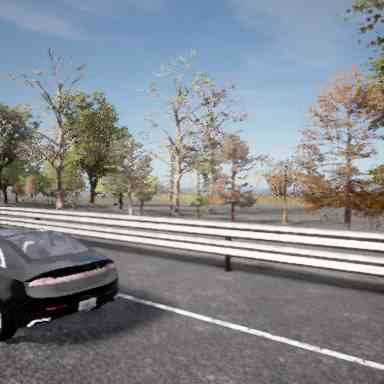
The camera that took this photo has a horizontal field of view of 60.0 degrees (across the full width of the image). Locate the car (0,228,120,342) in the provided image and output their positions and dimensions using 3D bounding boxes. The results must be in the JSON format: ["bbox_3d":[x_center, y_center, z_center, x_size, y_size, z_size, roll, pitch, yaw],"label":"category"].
[{"bbox_3d":[-3.522,1.448,6.418,4.902,1.511,2.128,1,0,36],"label":"car"}]
